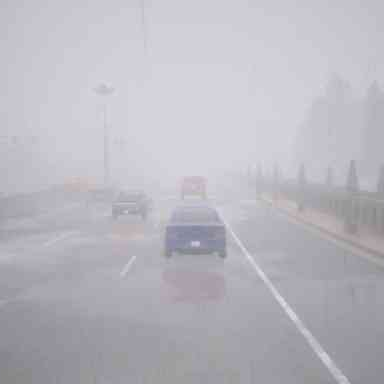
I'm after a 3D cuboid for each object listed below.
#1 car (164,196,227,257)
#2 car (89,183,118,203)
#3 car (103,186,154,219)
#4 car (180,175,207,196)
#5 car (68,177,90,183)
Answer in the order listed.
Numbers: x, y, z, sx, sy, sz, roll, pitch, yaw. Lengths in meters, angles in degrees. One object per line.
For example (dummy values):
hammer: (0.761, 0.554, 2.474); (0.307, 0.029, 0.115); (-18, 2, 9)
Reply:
car: (0.101, 1.149, 11.610); (1.882, 1.535, 5.008); (0, 3, 0)
car: (-6.879, -0.039, 27.083); (1.882, 1.535, 5.008); (0, 5, 0)
car: (-3.396, 0.634, 19.626); (2.128, 1.511, 4.902); (0, 5, 0)
car: (0.134, -0.535, 29.747); (2.150, 2.045, 5.566); (0, 5, 0)
car: (-13.906, -1.231, 41.705); (1.895, 1.301, 4.718); (0, 5, 0)
